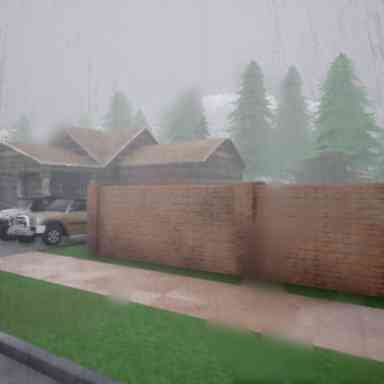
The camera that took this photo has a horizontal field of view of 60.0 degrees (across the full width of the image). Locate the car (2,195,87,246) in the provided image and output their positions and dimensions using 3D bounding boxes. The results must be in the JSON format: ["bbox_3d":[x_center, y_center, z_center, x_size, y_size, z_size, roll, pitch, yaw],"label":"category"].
[{"bbox_3d":[-5.057,1.074,14.060,1.932,1.855,4.605,0,1,33],"label":"car"}]

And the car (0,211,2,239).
[{"bbox_3d":[-7.381,1.080,15.095,1.905,1.878,3.866,0,1,33],"label":"car"}]
